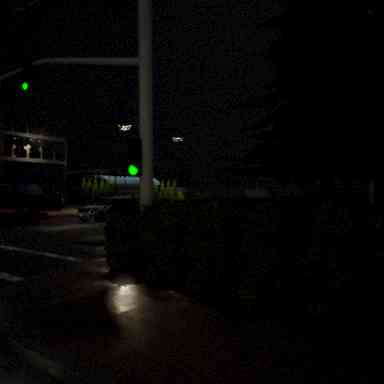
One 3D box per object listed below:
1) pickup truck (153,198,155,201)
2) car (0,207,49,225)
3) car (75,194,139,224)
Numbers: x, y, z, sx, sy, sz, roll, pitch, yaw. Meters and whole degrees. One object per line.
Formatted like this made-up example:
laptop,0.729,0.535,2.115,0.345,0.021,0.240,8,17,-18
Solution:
pickup truck,-8.970,1.372,52.828,6.274,2.098,2.390,0,0,-24
car,-13.147,1.805,24.275,1.895,1.301,4.718,-1,0,35
car,-6.754,1.397,27.283,2.150,2.045,5.566,-1,0,35
